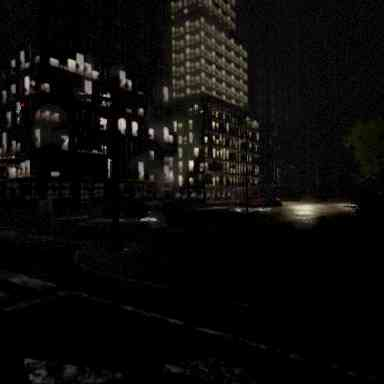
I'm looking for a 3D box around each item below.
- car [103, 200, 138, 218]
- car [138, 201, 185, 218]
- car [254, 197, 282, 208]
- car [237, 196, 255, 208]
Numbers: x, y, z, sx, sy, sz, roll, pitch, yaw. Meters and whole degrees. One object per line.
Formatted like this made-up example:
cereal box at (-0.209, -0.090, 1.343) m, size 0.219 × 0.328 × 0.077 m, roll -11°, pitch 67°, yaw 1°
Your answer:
car at (-6.085, 1.558, 31.417) m, size 1.882 × 1.535 × 5.008 m, roll -1°, pitch -1°, yaw 37°
car at (-2.551, 1.602, 30.702) m, size 1.994 × 1.385 × 4.181 m, roll -1°, pitch -1°, yaw 37°
car at (11.715, 1.555, 49.495) m, size 2.128 × 1.511 × 4.902 m, roll -1°, pitch -1°, yaw 38°
car at (8.668, 1.458, 50.869) m, size 2.097 × 1.767 × 4.553 m, roll -1°, pitch -1°, yaw 38°
